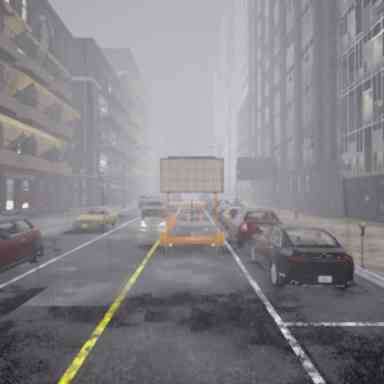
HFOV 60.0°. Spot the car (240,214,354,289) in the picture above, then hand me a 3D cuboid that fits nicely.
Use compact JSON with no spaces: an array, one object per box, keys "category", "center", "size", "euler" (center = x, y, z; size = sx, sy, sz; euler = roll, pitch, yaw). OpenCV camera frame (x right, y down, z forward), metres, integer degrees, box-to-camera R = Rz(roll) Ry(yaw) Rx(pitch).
[{"category":"car","center":[2.700,1.528,8.917],"size":[2.008,1.369,4.403],"euler":[1,0,0]}]

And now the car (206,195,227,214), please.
[{"category":"car","center":[2.698,1.357,31.523],"size":[1.967,1.590,4.097],"euler":[1,0,0]}]

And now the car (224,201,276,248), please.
[{"category":"car","center":[2.700,1.403,14.570],"size":[1.967,1.590,4.097],"euler":[1,0,0]}]

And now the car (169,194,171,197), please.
[{"category":"car","center":[-5.688,1.376,65.433],"size":[1.947,1.339,4.313],"euler":[1,0,0]}]

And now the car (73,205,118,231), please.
[{"category":"car","center":[-5.682,1.474,20.051],"size":[1.752,1.417,4.829],"euler":[1,0,0]}]

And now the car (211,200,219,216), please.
[{"category":"car","center":[2.697,1.515,25.872],"size":[1.802,1.307,4.206],"euler":[1,0,0]}]

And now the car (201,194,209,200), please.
[{"category":"car","center":[2.695,1.389,48.649],"size":[1.752,1.417,4.829],"euler":[1,0,0]}]

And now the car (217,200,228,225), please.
[{"category":"car","center":[2.698,1.473,20.391],"size":[1.752,1.417,4.829],"euler":[1,0,0]}]

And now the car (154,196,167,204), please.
[{"category":"car","center":[-5.687,1.373,59.783],"size":[1.887,1.381,4.507],"euler":[1,0,0]}]

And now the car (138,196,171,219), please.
[{"category":"car","center":[-3.103,1.404,28.148],"size":[1.882,1.535,5.008],"euler":[0,0,0]}]

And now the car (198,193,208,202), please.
[{"category":"car","center":[2.695,1.107,71.084],"size":[2.192,1.841,5.009],"euler":[1,0,0]}]

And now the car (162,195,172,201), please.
[{"category":"car","center":[-5.690,1.318,76.737],"size":[1.887,1.381,4.507],"euler":[1,0,0]}]

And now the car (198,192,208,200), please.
[{"category":"car","center":[2.693,1.069,82.386],"size":[2.192,1.841,5.009],"euler":[1,0,0]}]

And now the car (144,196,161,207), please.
[{"category":"car","center":[-5.685,1.390,48.309],"size":[1.752,1.417,4.829],"euler":[1,0,0]}]

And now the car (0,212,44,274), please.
[{"category":"car","center":[-5.679,1.418,8.917],"size":[1.967,1.590,4.097],"euler":[1,0,0]}]

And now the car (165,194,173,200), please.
[{"category":"car","center":[-5.690,1.279,82.217],"size":[1.752,1.417,4.829],"euler":[1,0,0]}]

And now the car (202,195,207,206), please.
[{"category":"car","center":[2.695,1.448,42.828],"size":[1.947,1.339,4.313],"euler":[1,0,0]}]

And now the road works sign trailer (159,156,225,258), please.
[{"category":"road works sign trailer","center":[-0.002,0.432,12.678],"size":[2.380,3.560,2.880],"euler":[0,0,0]}]

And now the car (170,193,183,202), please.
[{"category":"car","center":[-3.010,1.011,69.705],"size":[2.150,2.045,5.566],"euler":[0,0,0]}]

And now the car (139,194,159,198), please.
[{"category":"car","center":[-5.681,1.197,42.827],"size":[2.192,1.841,5.009],"euler":[1,0,0]}]
